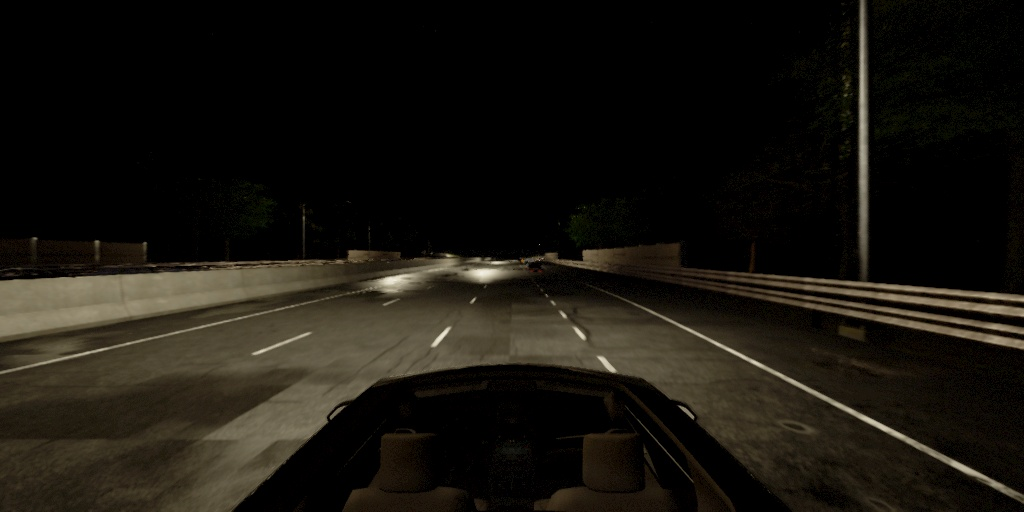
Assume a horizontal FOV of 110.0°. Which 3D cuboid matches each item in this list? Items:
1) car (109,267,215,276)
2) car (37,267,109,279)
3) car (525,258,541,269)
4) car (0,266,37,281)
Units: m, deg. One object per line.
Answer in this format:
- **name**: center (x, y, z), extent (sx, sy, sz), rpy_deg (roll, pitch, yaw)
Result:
- **car**: center (-17.585, 1.307, 19.330), extent (2.033, 1.411, 5.357), rpy_deg (0, 0, 0)
- **car**: center (-21.081, 1.308, 19.434), extent (2.033, 1.411, 5.357), rpy_deg (0, 0, 0)
- **car**: center (3.509, 1.358, 56.703), extent (1.895, 1.301, 4.718), rpy_deg (0, 0, 0)
- **car**: center (-24.584, 1.252, 17.154), extent (2.128, 1.511, 4.902), rpy_deg (0, 0, 0)
